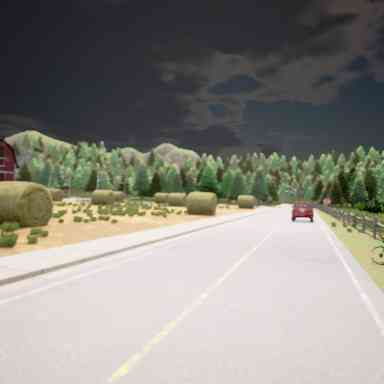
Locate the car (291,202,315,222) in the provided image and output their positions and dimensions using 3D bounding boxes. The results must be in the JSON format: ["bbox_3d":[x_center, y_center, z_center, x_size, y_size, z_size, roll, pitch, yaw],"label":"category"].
[{"bbox_3d":[11.940,2.090,35.827,2.150,2.045,5.566,2,-1,20],"label":"car"}]

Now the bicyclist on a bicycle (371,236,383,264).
[{"bbox_3d":[7.382,1.867,12.005,1.656,1.620,0.582,2,-1,19],"label":"bicyclist on a bicycle"}]

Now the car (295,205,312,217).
[{"bbox_3d":[15.637,2.631,46.693,2.128,1.511,4.902,2,-1,19],"label":"car"}]
